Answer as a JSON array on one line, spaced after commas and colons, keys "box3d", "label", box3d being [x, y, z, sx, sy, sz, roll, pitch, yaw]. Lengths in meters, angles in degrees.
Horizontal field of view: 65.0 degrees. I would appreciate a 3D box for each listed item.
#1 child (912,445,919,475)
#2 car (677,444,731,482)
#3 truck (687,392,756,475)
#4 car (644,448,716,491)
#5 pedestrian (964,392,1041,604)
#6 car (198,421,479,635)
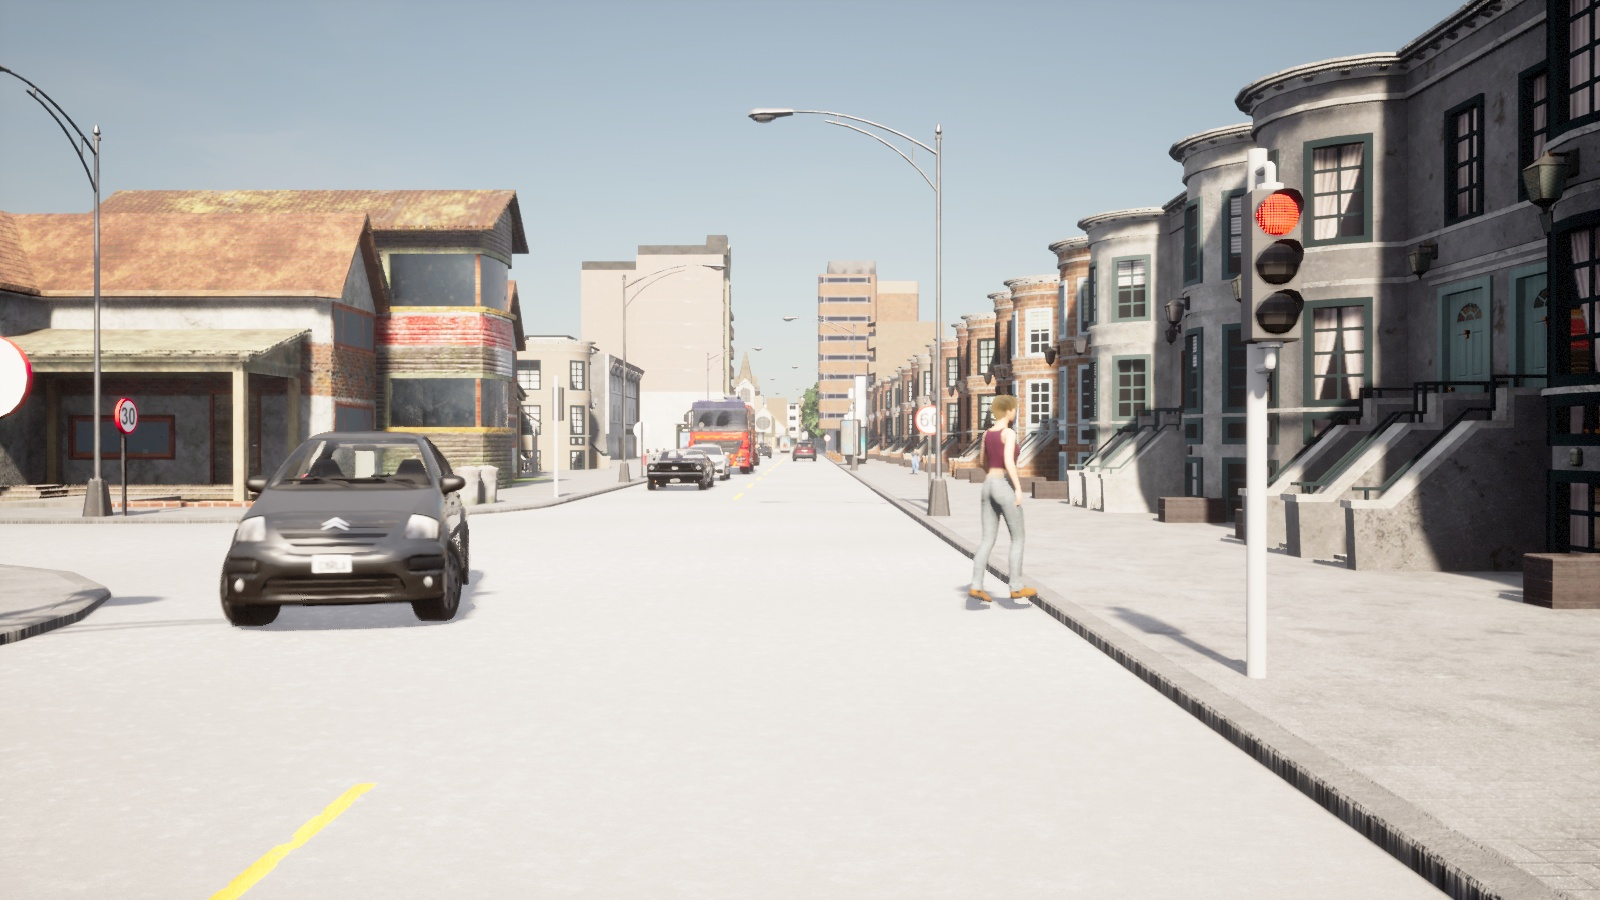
[{"box3d": [5.015, 0.432, 54.537, 0.270, 1.263, 0.437, 0, 0, -4], "label": "child"}, {"box3d": [-3.820, 0.482, 50.824, 1.812, 1.442, 4.674, 0, 0, 0], "label": "car"}, {"box3d": [-3.776, -0.773, 62.368, 2.891, 3.827, 8.468, 0, 0, 0], "label": "truck"}, {"box3d": [-3.852, 0.612, 41.032, 1.895, 1.301, 4.718, 0, 0, 0], "label": "car"}, {"box3d": [1.802, 0.415, 11.197, 0.594, 1.836, 0.345, 0, 0, -31], "label": "pedestrian"}, {"box3d": [-4.025, 0.576, 11.605, 1.851, 1.617, 3.988, 0, 0, -11], "label": "car"}]
